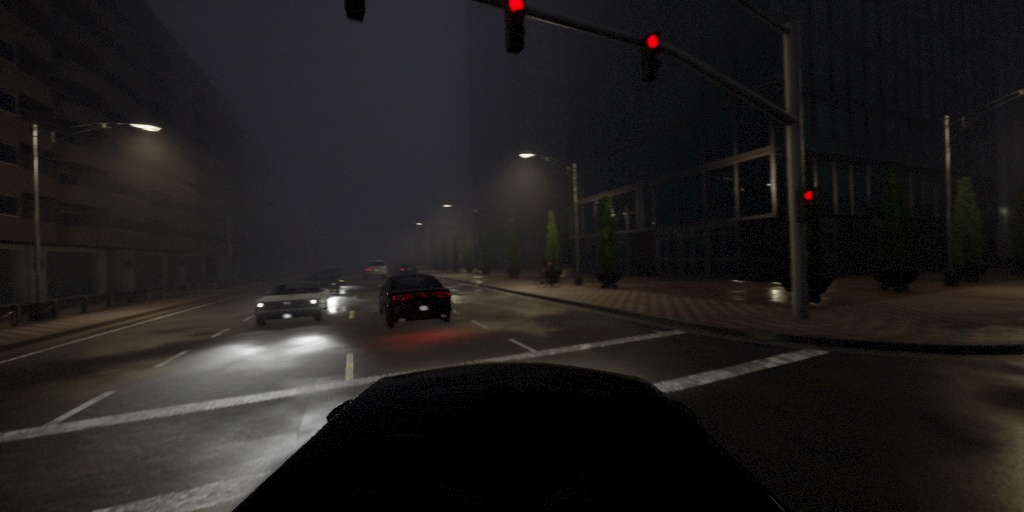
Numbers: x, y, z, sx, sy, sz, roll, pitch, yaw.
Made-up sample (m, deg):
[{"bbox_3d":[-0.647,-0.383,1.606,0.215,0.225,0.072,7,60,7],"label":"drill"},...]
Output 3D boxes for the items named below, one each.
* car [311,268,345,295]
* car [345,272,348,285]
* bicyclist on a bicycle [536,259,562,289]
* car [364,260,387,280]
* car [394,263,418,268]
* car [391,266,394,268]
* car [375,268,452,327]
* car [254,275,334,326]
[{"bbox_3d":[-11.821,1.719,22.454,1.994,1.385,4.181,-2,0,-24],"label":"car"},{"bbox_3d":[-15.637,1.806,31.648,1.837,1.490,4.892,-2,0,-22],"label":"car"},{"bbox_3d":[2.086,1.017,20.259,1.656,1.620,0.582,-2,0,-23],"label":"bicyclist on a bicycle"},{"bbox_3d":[-15.208,1.535,40.024,2.150,2.045,5.566,-2,0,-22],"label":"car"},{"bbox_3d":[-12.248,1.580,42.144,2.097,1.767,4.553,-2,0,-23],"label":"car"},{"bbox_3d":[-16.308,1.861,51.853,1.882,1.535,5.008,-2,0,-23],"label":"car"},{"bbox_3d":[-3.455,1.341,12.292,1.882,1.535,5.008,-2,0,-24],"label":"car"},{"bbox_3d":[-7.924,1.607,13.280,1.895,1.301,4.718,-2,0,-23],"label":"car"}]
